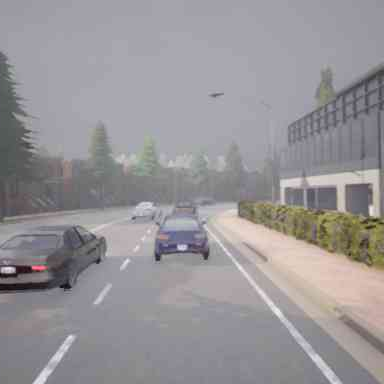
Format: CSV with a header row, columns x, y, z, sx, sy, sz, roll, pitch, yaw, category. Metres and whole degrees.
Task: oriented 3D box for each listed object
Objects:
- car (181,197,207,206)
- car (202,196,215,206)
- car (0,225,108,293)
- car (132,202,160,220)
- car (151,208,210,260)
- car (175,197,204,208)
x,y,z,sx,sy,sz,roll,pitch,yaw,category
0.355,1.594,56.170,1.895,1.301,4.718,-1,0,40,car
1.745,1.456,52.269,2.128,1.511,4.902,-1,0,37,car
-3.780,1.621,9.213,2.033,1.411,5.357,-1,0,-2,car
-3.842,1.600,28.890,1.812,1.442,4.674,-1,0,6,car
-0.398,1.534,12.447,1.812,1.442,4.674,-1,0,-2,car
-0.431,1.500,28.083,2.128,1.511,4.902,-1,0,6,car
